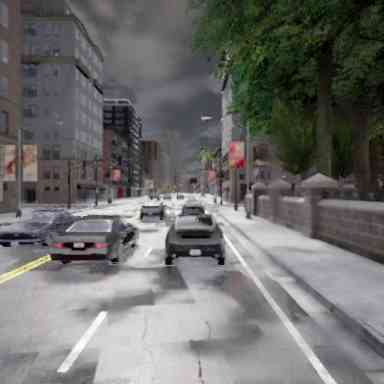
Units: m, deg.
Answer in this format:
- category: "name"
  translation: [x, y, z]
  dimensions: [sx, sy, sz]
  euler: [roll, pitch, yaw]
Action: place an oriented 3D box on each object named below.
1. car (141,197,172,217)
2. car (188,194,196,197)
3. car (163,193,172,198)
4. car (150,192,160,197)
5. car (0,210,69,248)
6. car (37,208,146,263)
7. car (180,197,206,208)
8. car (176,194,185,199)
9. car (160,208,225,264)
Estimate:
- category: "car"
  translation: [-3.143, 1.449, 27.654]
  dimensions: [2.128, 1.511, 4.902]
  euler: [0, 0, 0]
- category: "car"
  translation: [0.021, 1.320, 89.932]
  dimensions: [1.812, 1.442, 4.674]
  euler: [0, 0, 0]
- category: "car"
  translation: [-6.480, 1.186, 86.888]
  dimensions: [2.097, 1.767, 4.553]
  euler: [0, 0, 0]
- category: "car"
  translation: [-9.731, 1.057, 86.828]
  dimensions: [2.150, 2.045, 5.566]
  euler: [0, 0, 0]
- category: "car"
  translation: [-6.595, 1.524, 15.026]
  dimensions: [2.033, 1.411, 5.357]
  euler: [0, 0, 0]
- category: "car"
  translation: [-3.146, 1.529, 11.778]
  dimensions: [2.033, 1.411, 5.357]
  euler: [0, 0, 0]
- category: "car"
  translation: [0.107, 1.462, 27.685]
  dimensions: [1.837, 1.490, 4.892]
  euler: [0, 0, 0]
- category: "car"
  translation: [-3.229, 1.334, 90.349]
  dimensions: [1.812, 1.442, 4.674]
  euler: [0, 0, 0]
- category: "car"
  translation: [0.101, 1.483, 11.720]
  dimensions: [1.837, 1.490, 4.892]
  euler: [0, -1, 0]
